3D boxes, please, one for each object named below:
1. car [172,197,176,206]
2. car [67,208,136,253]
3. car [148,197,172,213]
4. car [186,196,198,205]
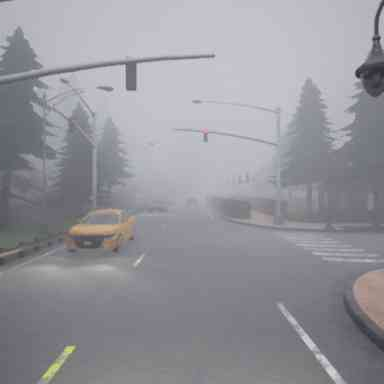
[{"bbox_3d":[-3.598,1.501,53.609,1.812,1.442,4.674,0,0,0],"label":"car"},{"bbox_3d":[-3.597,1.483,13.975,1.882,1.535,5.008,0,0,0],"label":"car"},{"bbox_3d":[-3.610,1.531,36.393,2.033,1.411,5.357,0,0,0],"label":"car"},{"bbox_3d":[-0.015,1.452,56.152,1.882,1.535,5.008,0,0,0],"label":"car"}]
